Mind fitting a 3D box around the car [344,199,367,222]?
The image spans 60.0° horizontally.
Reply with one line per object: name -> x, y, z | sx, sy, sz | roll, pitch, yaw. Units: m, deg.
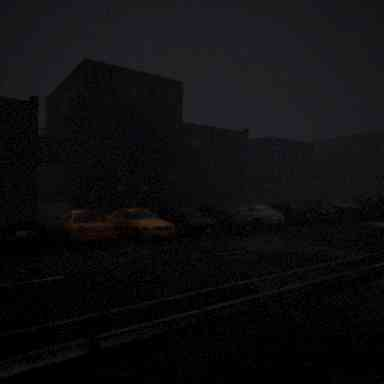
car -> 10.622, 1.527, 26.395 | 2.097, 1.535, 5.008 | 0, 0, -36

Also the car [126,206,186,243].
car -> -2.726, 1.479, 16.621 | 1.946, 1.575, 5.366 | 0, 0, -36

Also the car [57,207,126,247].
car -> -5.188, 1.476, 15.314 | 1.946, 1.575, 5.366 | 0, 0, -36

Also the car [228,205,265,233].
car -> 1.667, 1.522, 19.957 | 2.163, 1.488, 4.792 | 0, 0, -36

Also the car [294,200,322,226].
car -> 6.118, 1.537, 23.214 | 2.163, 1.488, 4.792 | 0, 0, -36

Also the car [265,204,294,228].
car -> 3.864, 1.540, 21.562 | 2.002, 1.452, 4.674 | 0, 0, -36

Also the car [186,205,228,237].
car -> -0.574, 1.517, 18.353 | 2.163, 1.488, 4.792 | 0, 0, -36

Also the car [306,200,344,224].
car -> 8.395, 1.391, 24.770 | 2.185, 1.767, 4.553 | 0, 0, -36

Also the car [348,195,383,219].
car -> 15.087, 1.301, 29.633 | 2.435, 2.045, 5.566 | 0, 0, -36

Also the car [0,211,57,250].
car -> -7.335, 1.507, 13.579 | 2.163, 1.488, 4.792 | 0, 0, -36

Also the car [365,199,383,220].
car -> 12.877, 1.569, 27.980 | 2.163, 1.488, 4.792 | 0, 0, -36
